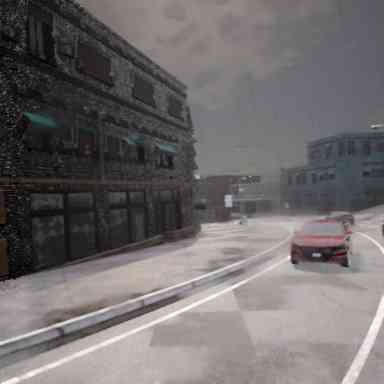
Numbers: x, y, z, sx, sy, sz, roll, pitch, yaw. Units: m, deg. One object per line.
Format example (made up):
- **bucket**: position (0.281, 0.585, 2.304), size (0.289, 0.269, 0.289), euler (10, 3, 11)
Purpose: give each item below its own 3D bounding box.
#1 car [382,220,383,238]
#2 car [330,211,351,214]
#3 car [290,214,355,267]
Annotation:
- **car**: position (11.559, 1.928, 18.053), size (1.812, 1.442, 4.674), euler (-3, -3, 23)
- **car**: position (15.691, 2.787, 35.506), size (1.837, 1.490, 4.892), euler (-3, -4, 5)
- **car**: position (5.178, 1.846, 13.014), size (1.882, 1.535, 5.008), euler (-3, -3, 27)
